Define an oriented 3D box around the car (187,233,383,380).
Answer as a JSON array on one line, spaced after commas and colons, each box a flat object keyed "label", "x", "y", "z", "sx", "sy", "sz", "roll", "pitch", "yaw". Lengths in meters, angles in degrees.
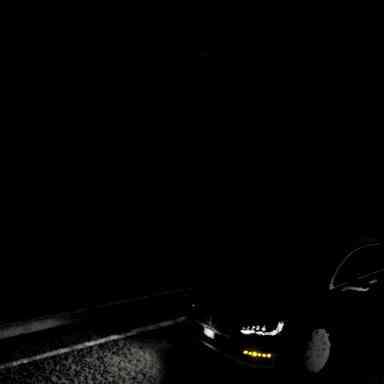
[{"label": "car", "x": 2.179, "y": 1.519, "z": 5.602, "sx": 4.892, "sy": 1.490, "sz": 1.837, "roll": 0, "pitch": 0, "yaw": -36}]
